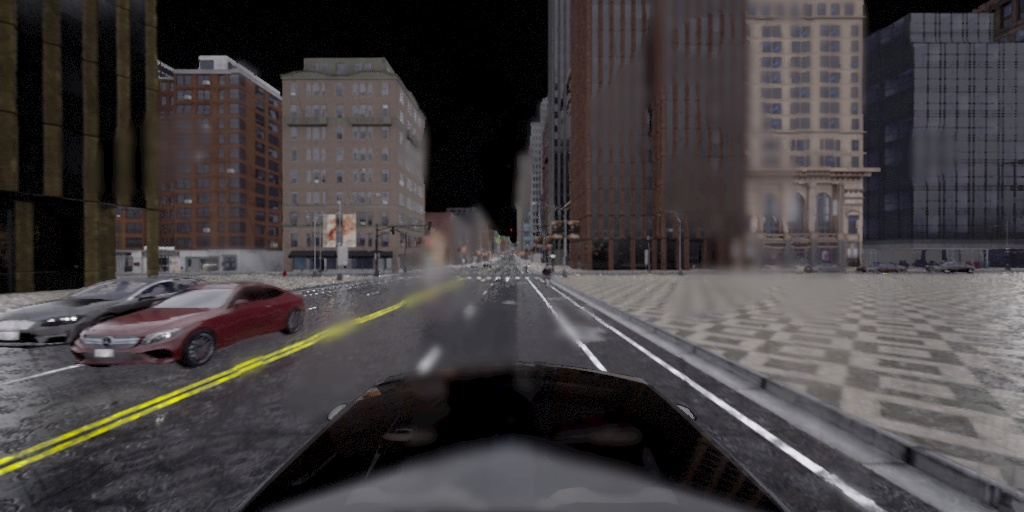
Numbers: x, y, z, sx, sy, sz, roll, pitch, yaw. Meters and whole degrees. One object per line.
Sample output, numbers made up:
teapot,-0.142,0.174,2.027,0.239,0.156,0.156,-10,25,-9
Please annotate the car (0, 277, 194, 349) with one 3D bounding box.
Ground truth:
car,-9.848,1.322,9.484,2.128,1.511,4.902,0,-1,0

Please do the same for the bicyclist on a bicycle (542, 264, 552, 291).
bicyclist on a bicycle,2.258,1.363,23.247,0.659,1.776,1.843,0,0,0

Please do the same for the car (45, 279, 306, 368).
car,-6.598,1.342,8.134,1.812,1.442,4.674,0,-1,0

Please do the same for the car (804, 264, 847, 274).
car,38.664,1.636,44.210,4.181,1.385,1.994,0,0,0

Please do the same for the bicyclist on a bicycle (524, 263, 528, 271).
bicyclist on a bicycle,2.271,1.848,57.743,0.866,1.612,1.509,0,0,0
